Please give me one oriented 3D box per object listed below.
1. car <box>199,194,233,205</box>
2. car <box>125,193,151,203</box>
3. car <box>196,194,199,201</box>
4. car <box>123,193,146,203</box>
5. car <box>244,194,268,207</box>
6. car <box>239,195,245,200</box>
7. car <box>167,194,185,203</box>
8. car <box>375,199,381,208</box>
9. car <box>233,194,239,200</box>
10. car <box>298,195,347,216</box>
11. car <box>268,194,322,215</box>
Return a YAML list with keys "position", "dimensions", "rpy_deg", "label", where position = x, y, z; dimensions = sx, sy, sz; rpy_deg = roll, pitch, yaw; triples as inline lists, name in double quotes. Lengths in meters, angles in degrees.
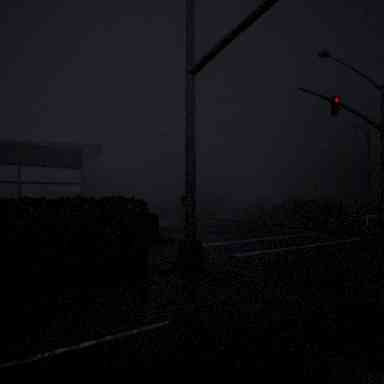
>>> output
- position: [3.944, 1.297, 54.826]
  dimensions: [4.514, 1.523, 2.007]
  rpy_deg: [0, 0, -35]
  label: "car"
- position: [-9.550, 1.360, 60.523]
  dimensions: [3.806, 1.475, 1.970]
  rpy_deg: [0, 0, -35]
  label: "car"
- position: [1.567, 1.297, 76.863]
  dimensions: [4.514, 1.523, 2.007]
  rpy_deg: [0, 0, -35]
  label: "car"
- position: [-10.961, 1.076, 63.595]
  dimensions: [3.866, 1.878, 1.905]
  rpy_deg: [0, 0, -35]
  label: "car"
- position: [9.654, 1.319, 46.625]
  dimensions: [3.633, 1.501, 1.845]
  rpy_deg: [0, 0, -35]
  label: "car"
- position: [13.395, 1.152, 72.853]
  dimensions: [5.027, 1.636, 2.152]
  rpy_deg: [0, 0, -35]
  label: "car"
- position: [-2.634, 1.096, 65.428]
  dimensions: [4.605, 1.855, 1.932]
  rpy_deg: [0, 0, -35]
  label: "car"
- position: [25.542, 1.383, 43.130]
  dimensions: [3.806, 1.475, 1.970]
  rpy_deg: [0, 0, -35]
  label: "car"
- position: [9.441, 1.231, 77.918]
  dimensions: [3.806, 1.475, 1.970]
  rpy_deg: [0, 0, -35]
  label: "car"
- position: [12.030, 1.339, 29.984]
  dimensions: [4.514, 1.523, 2.007]
  rpy_deg: [0, 0, -35]
  label: "car"
- position: [10.184, 1.330, 32.521]
  dimensions: [5.027, 1.636, 2.152]
  rpy_deg: [0, 0, -35]
  label: "car"
